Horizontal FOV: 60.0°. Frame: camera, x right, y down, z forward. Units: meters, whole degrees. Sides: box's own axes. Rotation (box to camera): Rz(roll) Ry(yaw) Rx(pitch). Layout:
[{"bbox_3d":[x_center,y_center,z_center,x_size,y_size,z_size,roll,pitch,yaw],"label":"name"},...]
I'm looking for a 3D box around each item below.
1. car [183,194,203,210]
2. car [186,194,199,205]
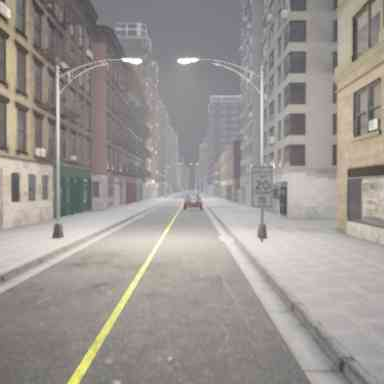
[{"bbox_3d":[0.113,1.023,37.012,2.097,1.767,4.553,0,0,0],"label":"car"},{"bbox_3d":[0.106,1.101,48.097,1.812,1.442,4.674,0,1,0],"label":"car"}]
